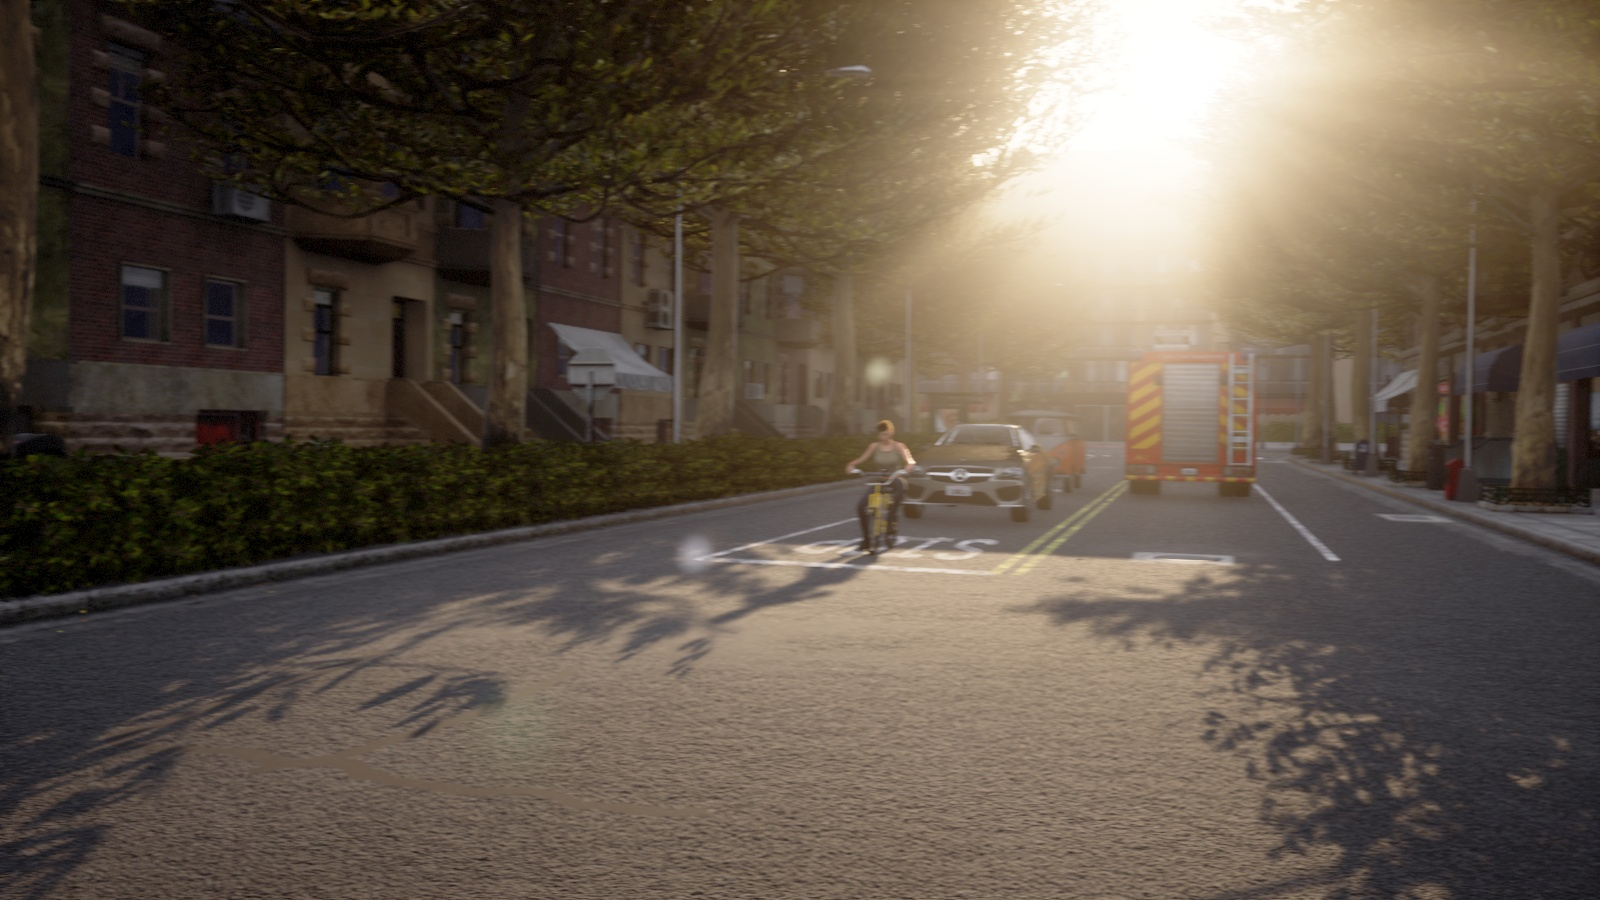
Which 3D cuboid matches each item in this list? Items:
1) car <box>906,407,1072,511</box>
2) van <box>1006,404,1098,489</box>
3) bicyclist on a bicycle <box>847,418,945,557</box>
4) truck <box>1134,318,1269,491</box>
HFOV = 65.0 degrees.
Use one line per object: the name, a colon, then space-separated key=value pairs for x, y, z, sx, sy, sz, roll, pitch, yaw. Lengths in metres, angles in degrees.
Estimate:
car: x=3.549 y=0.098 z=22.679 sx=2.152 sy=1.651 sz=5.027 roll=0 pitch=1 yaw=18
van: x=6.388 y=-0.127 z=31.484 sx=1.775 sy=1.987 sz=4.442 roll=0 pitch=1 yaw=18
bicyclist on a bicycle: x=1.196 y=0.420 z=15.389 sx=0.866 sy=1.612 sz=1.509 roll=0 pitch=1 yaw=17
truck: x=10.343 y=-1.099 z=32.356 sx=2.891 sy=3.827 sz=8.468 roll=0 pitch=1 yaw=18
